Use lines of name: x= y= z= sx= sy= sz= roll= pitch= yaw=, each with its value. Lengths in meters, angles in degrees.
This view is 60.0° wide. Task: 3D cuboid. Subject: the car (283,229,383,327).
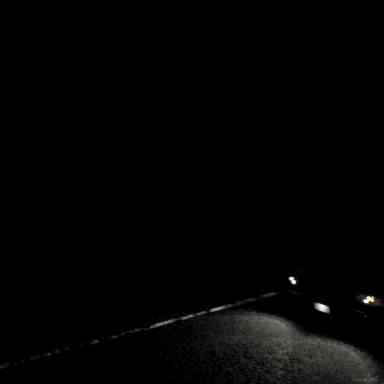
car: x=4.331 y=1.527 z=7.051 sx=5.357 sy=1.411 sz=2.033 roll=0 pitch=0 yaw=-35
